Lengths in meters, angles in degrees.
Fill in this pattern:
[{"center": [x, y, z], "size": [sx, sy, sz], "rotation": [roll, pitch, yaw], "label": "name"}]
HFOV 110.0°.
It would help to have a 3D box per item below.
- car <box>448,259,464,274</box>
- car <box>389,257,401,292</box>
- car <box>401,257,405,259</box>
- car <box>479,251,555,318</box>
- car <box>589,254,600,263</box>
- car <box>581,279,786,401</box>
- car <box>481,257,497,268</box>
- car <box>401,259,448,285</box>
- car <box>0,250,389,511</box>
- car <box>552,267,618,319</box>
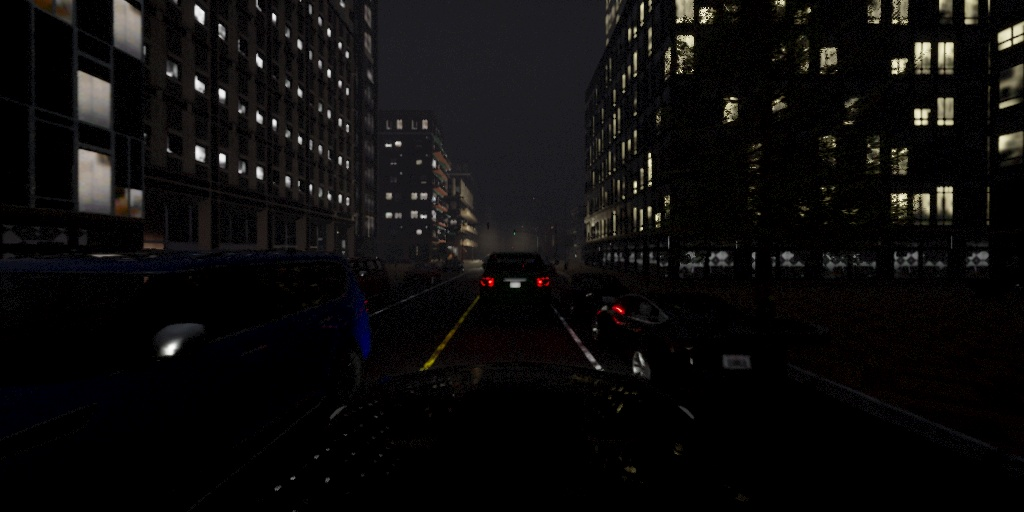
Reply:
[{"center": [-5.689, 0.968, 34.797], "size": [1.948, 1.339, 4.313], "rotation": [0, 0, 0], "label": "car"}, {"center": [-5.689, 0.953, 12.043], "size": [2.192, 1.841, 5.009], "rotation": [0, 0, 0], "label": "car"}, {"center": [-17.465, 0.719, 55.577], "size": [4.207, 1.307, 1.802], "rotation": [0, 0, 0], "label": "car"}, {"center": [0.099, 0.856, 12.604], "size": [2.150, 2.045, 5.566], "rotation": [0, 1, 0], "label": "car"}, {"center": [14.922, 0.542, 55.655], "size": [5.009, 1.841, 2.192], "rotation": [0, 0, 0], "label": "car"}, {"center": [2.658, 1.265, 6.327], "size": [1.948, 1.339, 4.313], "rotation": [0, 0, 0], "label": "car"}, {"center": [-2.998, 0.835, 48.218], "size": [1.812, 1.442, 4.674], "rotation": [0, 1, 0], "label": "car"}, {"center": [-5.689, 1.064, 23.421], "size": [1.888, 1.381, 4.507], "rotation": [0, 0, 0], "label": "car"}, {"center": [-3.100, 0.958, 2.976], "size": [2.150, 2.045, 5.566], "rotation": [0, 1, 0], "label": "car"}, {"center": [2.658, 1.205, 12.016], "size": [1.948, 1.339, 4.313], "rotation": [0, 0, 0], "label": "car"}]
